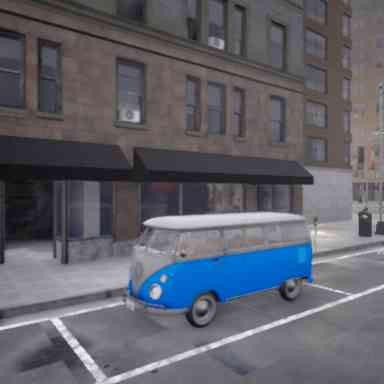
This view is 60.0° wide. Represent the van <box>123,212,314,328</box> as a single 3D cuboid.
[{"bbox_3d":[0.702,1.336,6.689,3.998,1.788,1.690,0,0,-35],"label":"van"}]
